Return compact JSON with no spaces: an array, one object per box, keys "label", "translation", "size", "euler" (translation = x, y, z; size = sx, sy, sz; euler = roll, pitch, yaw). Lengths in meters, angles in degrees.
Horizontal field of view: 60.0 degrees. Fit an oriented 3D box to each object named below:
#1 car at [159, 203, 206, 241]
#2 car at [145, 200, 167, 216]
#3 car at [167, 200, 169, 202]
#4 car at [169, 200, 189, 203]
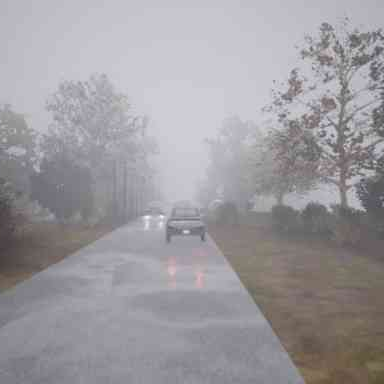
[{"label":"car","translation":[-0.346,1.552,17.097],"size":[2.128,1.511,4.902],"euler":[0,0,-2]},{"label":"car","translation":[-4.055,1.806,37.209],"size":[1.837,1.490,4.892],"euler":[0,-1,-2]},{"label":"car","translation":[-5.390,2.502,77.880],"size":[1.882,1.535,5.008],"euler":[0,-2,-2]},{"label":"car","translation":[-1.043,1.625,35.485],"size":[2.097,1.767,4.553],"euler":[0,-1,-2]}]
